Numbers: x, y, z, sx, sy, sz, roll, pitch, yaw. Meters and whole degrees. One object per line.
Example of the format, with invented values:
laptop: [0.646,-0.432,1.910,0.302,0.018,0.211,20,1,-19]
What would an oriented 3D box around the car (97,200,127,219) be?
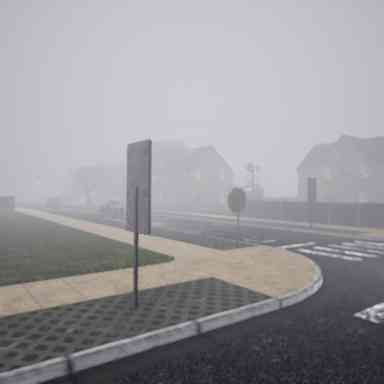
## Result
car: [-6.633,1.473,28.784,2.128,1.511,4.902,1,0,-36]

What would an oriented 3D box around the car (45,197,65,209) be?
car: [-19.028,1.527,46.016,1.837,1.490,4.892,1,-1,-36]
